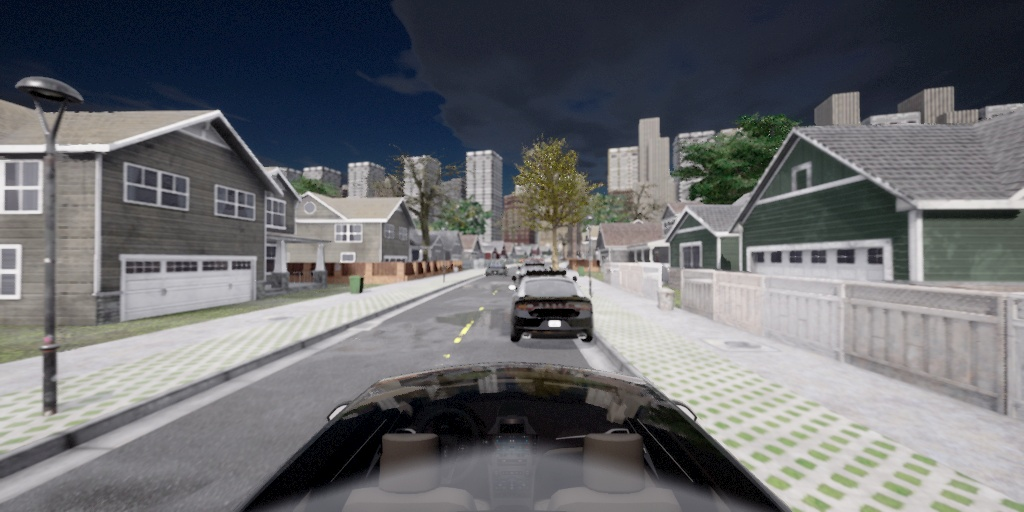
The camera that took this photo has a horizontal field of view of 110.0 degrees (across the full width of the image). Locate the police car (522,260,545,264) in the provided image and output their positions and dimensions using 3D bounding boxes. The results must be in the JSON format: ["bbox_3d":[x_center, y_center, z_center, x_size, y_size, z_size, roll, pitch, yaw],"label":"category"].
[{"bbox_3d":[1.261,1.213,19.899,1.930,1.638,5.238,0,0,2],"label":"police car"}]

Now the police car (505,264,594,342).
[{"bbox_3d":[0.935,1.192,9.948,1.930,1.638,5.238,0,0,1],"label":"police car"}]

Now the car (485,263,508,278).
[{"bbox_3d":[-1.453,1.391,35.699,1.994,1.385,4.181,0,0,4],"label":"car"}]

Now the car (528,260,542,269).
[{"bbox_3d":[4.169,1.398,63.696,2.128,1.511,4.902,0,0,8],"label":"car"}]
